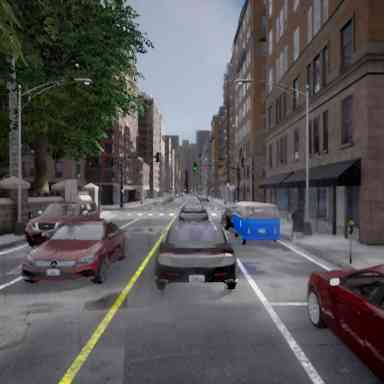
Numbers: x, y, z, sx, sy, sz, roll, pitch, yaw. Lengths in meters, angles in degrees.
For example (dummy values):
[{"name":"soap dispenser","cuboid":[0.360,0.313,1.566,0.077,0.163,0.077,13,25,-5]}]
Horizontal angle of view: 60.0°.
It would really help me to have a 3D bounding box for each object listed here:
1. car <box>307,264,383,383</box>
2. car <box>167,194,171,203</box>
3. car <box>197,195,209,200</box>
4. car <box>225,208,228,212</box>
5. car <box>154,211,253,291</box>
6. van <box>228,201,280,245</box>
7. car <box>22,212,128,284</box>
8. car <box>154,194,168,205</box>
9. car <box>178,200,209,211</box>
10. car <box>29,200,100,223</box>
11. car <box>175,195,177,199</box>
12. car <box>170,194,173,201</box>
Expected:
[{"name":"car","cuboid":[2.854,1.552,4.092,1.887,1.381,4.507,0,0,0]},{"name":"car","cuboid":[-5.682,1.627,64.511,2.008,1.369,4.403,0,0,0]},{"name":"car","cuboid":[2.840,1.533,75.451,1.967,1.590,4.097,0,0,0]},{"name":"car","cuboid":[2.851,1.598,21.074,1.947,1.339,4.313,0,0,0]},{"name":"car","cuboid":[0.098,1.508,9.050,2.128,1.511,4.902,0,0,0]},{"name":"van","cuboid":[2.852,1.366,15.414,1.690,1.788,3.998,0,0,0]},{"name":"car","cuboid":[-3.095,1.543,9.758,1.812,1.442,4.674,0,0,0]},{"name":"car","cuboid":[-5.681,1.594,58.891,1.752,1.417,4.829,0,0,0]},{"name":"car","cuboid":[0.095,1.526,22.312,2.128,1.511,4.902,0,0,0]},{"name":"car","cuboid":[-5.673,1.340,15.372,2.192,1.841,5.009,0,0,0]},{"name":"car","cuboid":[-5.686,1.664,86.314,2.008,1.369,4.403,0,0,0]},{"name":"car","cuboid":[-5.683,1.629,69.962,1.887,1.381,4.507,0,0,0]}]
